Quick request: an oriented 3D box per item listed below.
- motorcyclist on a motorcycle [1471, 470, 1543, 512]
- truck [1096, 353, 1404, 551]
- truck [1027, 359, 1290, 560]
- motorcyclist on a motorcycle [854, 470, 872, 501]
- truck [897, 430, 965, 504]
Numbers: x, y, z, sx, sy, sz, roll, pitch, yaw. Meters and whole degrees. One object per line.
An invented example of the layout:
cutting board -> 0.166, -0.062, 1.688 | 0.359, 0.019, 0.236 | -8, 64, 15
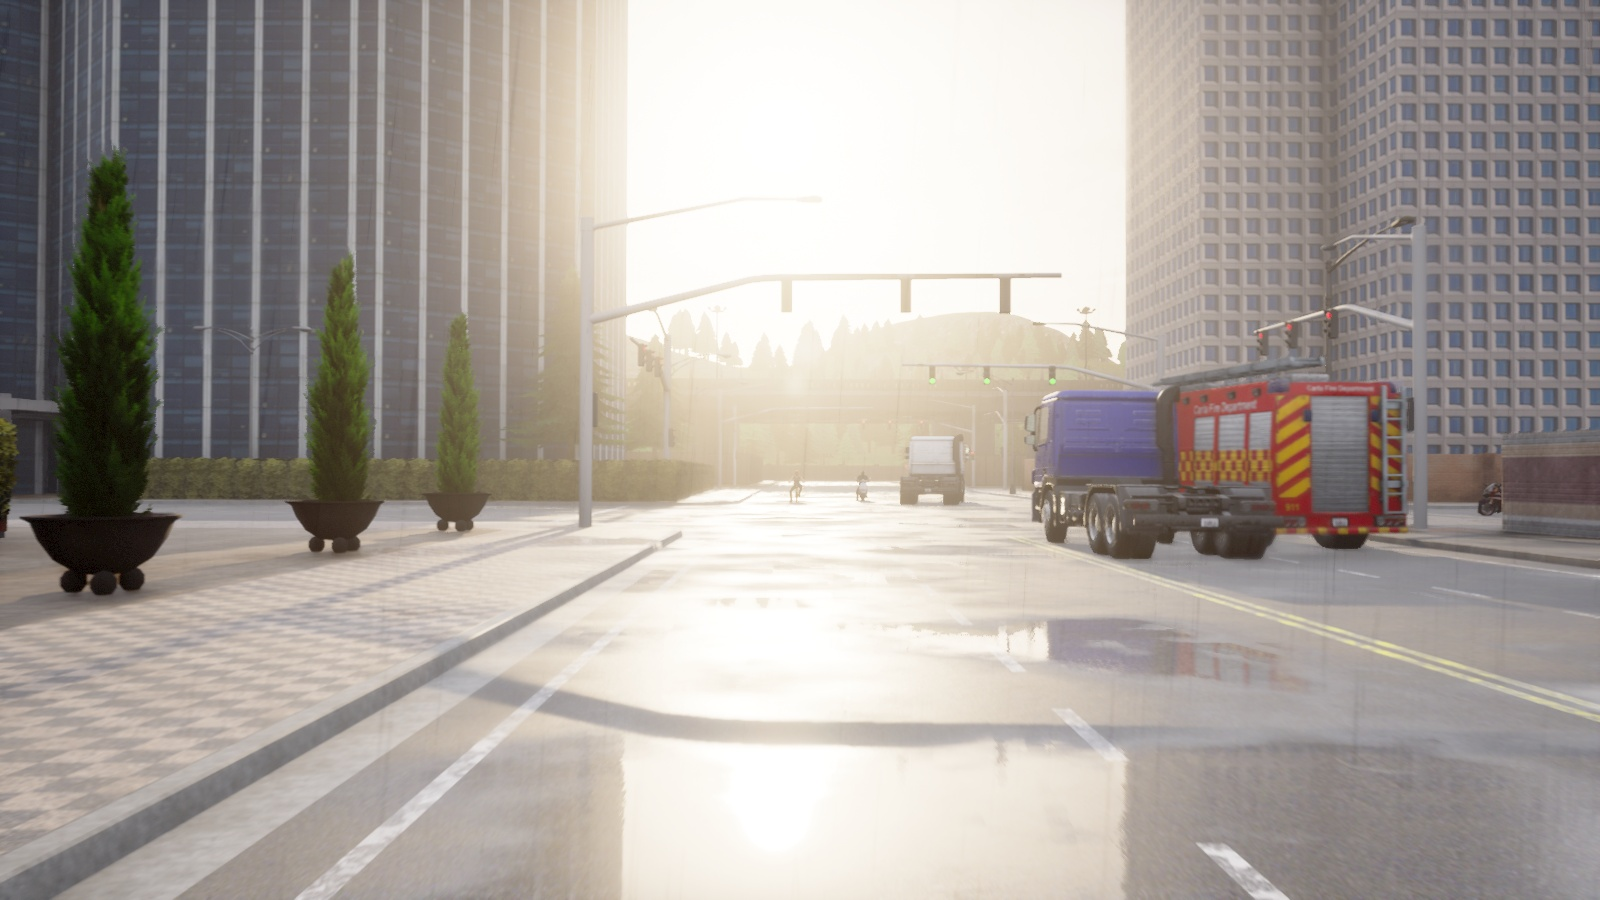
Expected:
motorcyclist on a motorcycle -> 26.375, 1.529, 46.872 | 2.191, 1.530, 0.866 | 0, -1, 0
truck -> 9.768, 0.090, 28.645 | 2.891, 3.827, 8.468 | -1, -1, -9
truck -> 6.911, 0.234, 25.656 | 2.891, 3.462, 7.936 | 0, -1, -2
motorcyclist on a motorcycle -> 3.338, 1.870, 66.612 | 0.866, 1.590, 1.817 | 0, -1, 0
truck -> 6.623, 0.851, 62.399 | 2.891, 3.462, 7.936 | 0, -1, 9
